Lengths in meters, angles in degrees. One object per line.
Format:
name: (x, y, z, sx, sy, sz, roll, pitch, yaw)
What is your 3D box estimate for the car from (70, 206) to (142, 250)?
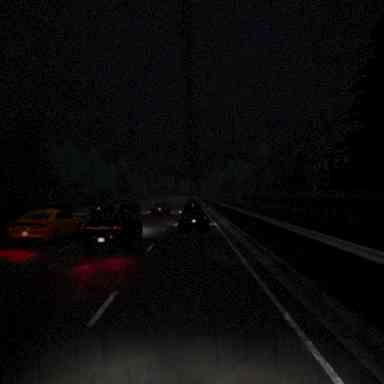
car: (-3.397, 1.584, 14.862, 2.128, 1.511, 4.902, 0, 0, 0)

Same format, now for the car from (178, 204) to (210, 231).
car: (0.107, 1.697, 21.694, 1.994, 1.385, 4.181, 0, 0, 0)

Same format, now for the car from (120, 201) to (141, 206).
car: (-6.893, 1.732, 37.021, 1.837, 1.490, 4.892, 0, 0, 0)

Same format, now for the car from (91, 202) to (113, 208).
car: (-10.393, 1.801, 38.981, 1.994, 1.385, 4.181, 0, 0, 0)

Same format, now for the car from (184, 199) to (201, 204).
car: (0.109, 1.608, 42.069, 2.097, 1.767, 4.553, 0, 0, 0)

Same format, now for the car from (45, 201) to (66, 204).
car: (-13.896, 1.715, 34.307, 1.837, 1.490, 4.892, 0, 0, 0)

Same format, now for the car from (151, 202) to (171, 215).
car: (-3.394, 1.790, 36.982, 1.994, 1.385, 4.181, 0, 0, 0)

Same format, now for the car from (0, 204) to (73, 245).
car: (-6.897, 1.577, 16.221, 1.882, 1.535, 5.008, 0, 0, 0)
